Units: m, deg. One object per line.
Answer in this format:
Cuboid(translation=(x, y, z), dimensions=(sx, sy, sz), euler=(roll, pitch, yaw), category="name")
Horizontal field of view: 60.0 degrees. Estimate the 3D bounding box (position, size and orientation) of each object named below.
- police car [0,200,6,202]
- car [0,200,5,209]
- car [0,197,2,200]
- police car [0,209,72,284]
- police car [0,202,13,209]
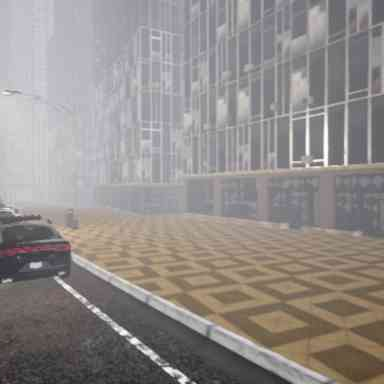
Cuboid(translation=(-13.437, 1.641, 22.941), dimensions=(1.930, 1.638, 5.238), euler=(-1, 0, -31), category="police car")
Cuboid(translation=(-32.023, 2.022, 54.824), dimensions=(1.812, 1.442, 4.674), euler=(-1, 0, -32), category="car")
Cuboid(translation=(-23.062, 1.589, 38.648), dimensions=(2.150, 2.045, 5.566), euler=(-1, 0, -28), category="car")
Cuboid(translation=(-5.046, 1.504, 9.787), dimensions=(1.930, 1.638, 5.238), euler=(-1, 0, -35), category="police car")
Cuboid(translation=(-10.395, 1.592, 17.941), dimensions=(1.930, 1.638, 5.238), euler=(-1, 0, -32), category="police car")
